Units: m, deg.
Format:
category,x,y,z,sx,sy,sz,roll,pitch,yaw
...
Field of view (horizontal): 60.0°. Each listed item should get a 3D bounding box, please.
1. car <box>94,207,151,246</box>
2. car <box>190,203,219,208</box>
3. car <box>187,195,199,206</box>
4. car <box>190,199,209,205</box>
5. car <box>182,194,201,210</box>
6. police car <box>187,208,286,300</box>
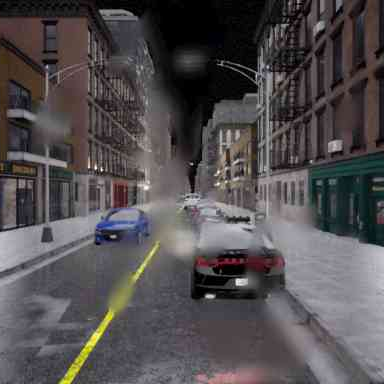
category,x,y,z,sx,sy,sz,roll,pitch,yaw
car,-3.067,1.483,15.508,1.882,1.535,5.008,0,0,0
car,0.940,1.535,18.484,1.812,1.442,4.674,0,0,0
car,0.127,1.487,59.489,2.097,1.767,4.553,0,0,0
car,0.953,1.496,24.484,1.882,1.535,5.008,0,0,0
car,0.106,1.301,45.533,2.150,2.045,5.566,0,0,1
police car,0.918,1.426,8.593,1.930,1.638,5.238,0,0,0
